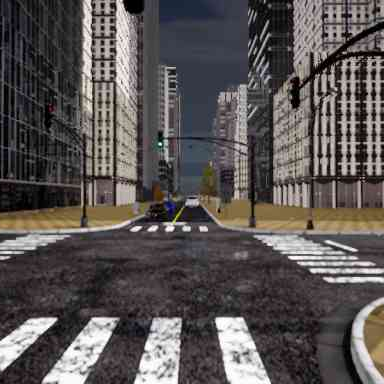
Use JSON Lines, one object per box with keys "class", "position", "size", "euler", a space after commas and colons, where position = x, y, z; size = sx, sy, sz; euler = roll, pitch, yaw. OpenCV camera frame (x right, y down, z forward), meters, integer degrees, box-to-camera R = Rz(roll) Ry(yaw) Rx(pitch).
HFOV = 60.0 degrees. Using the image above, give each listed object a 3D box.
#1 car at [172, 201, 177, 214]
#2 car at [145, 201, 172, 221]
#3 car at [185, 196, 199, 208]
{"class": "car", "position": [-3.120, 1.814, 39.912], "size": [1.882, 1.535, 5.008], "euler": [0, 0, 0]}
{"class": "car", "position": [-3.118, 1.762, 30.389], "size": [1.837, 1.490, 4.892], "euler": [0, 0, 0]}
{"class": "car", "position": [0.065, 1.696, 56.557], "size": [2.150, 2.045, 5.566], "euler": [0, 0, 0]}
